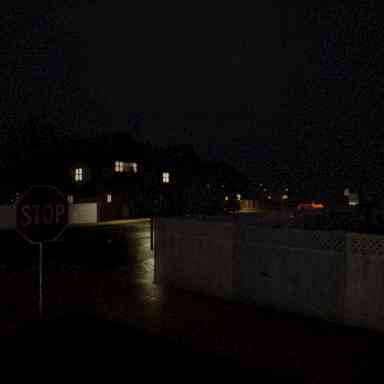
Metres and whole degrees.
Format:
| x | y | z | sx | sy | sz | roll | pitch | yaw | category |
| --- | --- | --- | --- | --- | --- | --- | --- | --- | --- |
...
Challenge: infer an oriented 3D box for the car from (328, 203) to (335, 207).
| x | y | z | sx | sy | sz | roll | pitch | yaw | category |
| --- | --- | --- | --- | --- | --- | --- | --- | --- | --- |
| 20.146 | 2.191 | 48.526 | 1.895 | 1.301 | 4.718 | 0 | -1 | 35 | car |

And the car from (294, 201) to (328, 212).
| x | y | z | sx | sy | sz | roll | pitch | yaw | category |
| --- | --- | --- | --- | --- | --- | --- | --- | --- | --- |
| 14.500 | 1.816 | 40.379 | 2.097 | 1.767 | 4.553 | 0 | -1 | 36 | car |

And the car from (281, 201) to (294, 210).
| x | y | z | sx | sy | sz | roll | pitch | yaw | category |
| --- | --- | --- | --- | --- | --- | --- | --- | --- | --- |
| 13.290 | 1.961 | 43.590 | 1.882 | 1.535 | 5.008 | 0 | -1 | 36 | car |

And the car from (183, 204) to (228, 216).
| x | y | z | sx | sy | sz | roll | pitch | yaw | category |
| --- | --- | --- | --- | --- | --- | --- | --- | --- | --- |
| 1.150 | 1.743 | 26.379 | 1.837 | 1.490 | 4.892 | 0 | -1 | 35 | car |
